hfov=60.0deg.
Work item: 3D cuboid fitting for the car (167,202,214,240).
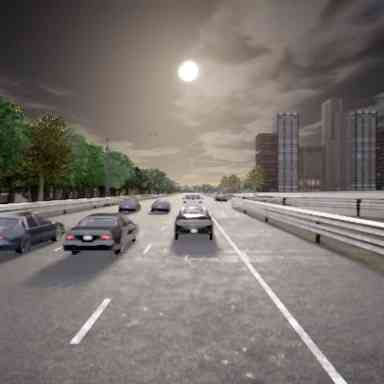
[{"bbox_3d":[0.091,1.482,17.027,2.128,1.511,4.902,0,0,0],"label":"car"}]

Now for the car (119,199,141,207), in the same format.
[{"bbox_3d":[-6.914,1.515,37.350,1.994,1.385,4.181,0,0,0],"label":"car"}]

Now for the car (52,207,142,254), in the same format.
[{"bbox_3d":[-3.405,1.542,13.368,2.033,1.411,5.357,0,0,0],"label":"car"}]

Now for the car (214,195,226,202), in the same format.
[{"bbox_3d":[6.106,1.393,72.795,2.163,1.488,4.792,0,0,-8],"label":"car"}]

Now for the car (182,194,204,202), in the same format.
[{"bbox_3d":[0.086,1.176,35.910,2.150,2.045,5.566,0,0,0],"label":"car"}]

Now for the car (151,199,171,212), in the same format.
[{"bbox_3d":[-3.414,1.515,37.257,1.994,1.385,4.181,0,0,0],"label":"car"}]

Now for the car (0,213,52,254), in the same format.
[{"bbox_3d":[-6.905,1.542,13.330,2.033,1.411,5.357,0,0,0],"label":"car"}]
